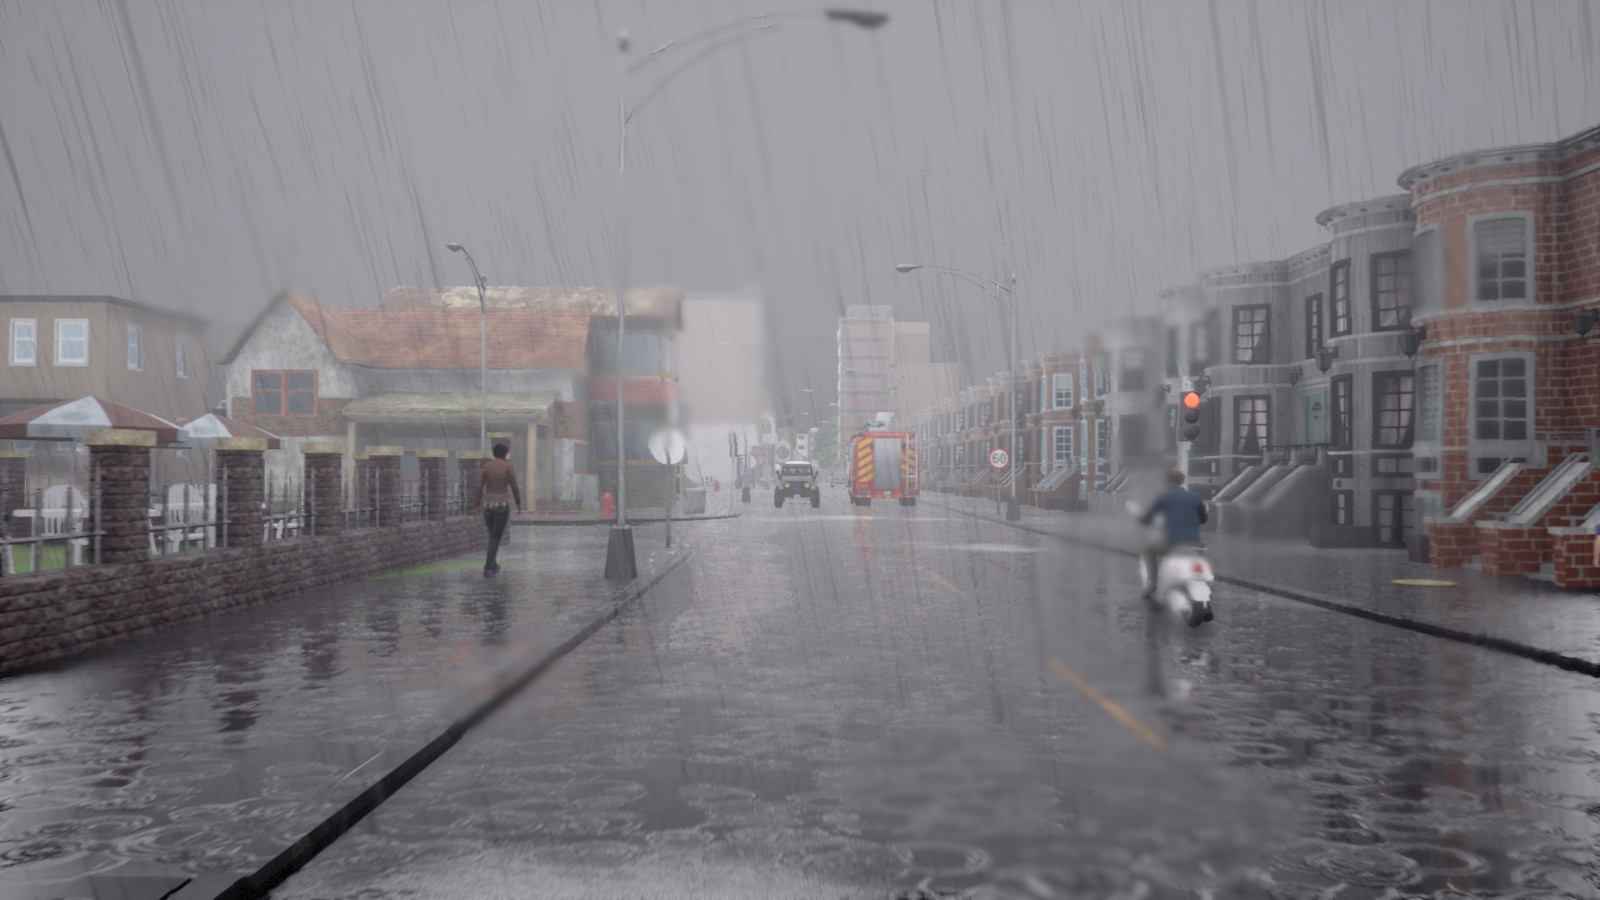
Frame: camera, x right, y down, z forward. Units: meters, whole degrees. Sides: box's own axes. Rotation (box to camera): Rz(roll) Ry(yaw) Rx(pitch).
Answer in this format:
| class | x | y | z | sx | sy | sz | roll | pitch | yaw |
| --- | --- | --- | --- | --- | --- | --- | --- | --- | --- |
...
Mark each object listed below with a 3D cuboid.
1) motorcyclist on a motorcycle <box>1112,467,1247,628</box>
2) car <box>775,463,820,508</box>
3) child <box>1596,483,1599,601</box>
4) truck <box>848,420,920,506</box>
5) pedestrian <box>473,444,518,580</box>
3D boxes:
| class | x | y | z | sx | sy | sz | roll | pitch | yaw |
| --- | --- | --- | --- | --- | --- | --- | --- | --- | --- |
| motorcyclist on a motorcycle | 3.964 | 0.974 | 13.280 | 0.866 | 1.590 | 1.817 | 0 | -1 | 0 |
| car | -0.111 | 1.526 | 54.644 | 1.905 | 1.878 | 3.866 | 0 | -1 | 0 |
| child | 8.651 | 0.987 | 13.320 | 0.270 | 1.263 | 0.437 | -1 | -1 | 24 |
| truck | 3.874 | 0.638 | 59.951 | 2.891 | 3.827 | 8.468 | 0 | -1 | 0 |
| pedestrian | -4.119 | 0.826 | 17.023 | 0.328 | 1.805 | 0.869 | 0 | -1 | 6 |
